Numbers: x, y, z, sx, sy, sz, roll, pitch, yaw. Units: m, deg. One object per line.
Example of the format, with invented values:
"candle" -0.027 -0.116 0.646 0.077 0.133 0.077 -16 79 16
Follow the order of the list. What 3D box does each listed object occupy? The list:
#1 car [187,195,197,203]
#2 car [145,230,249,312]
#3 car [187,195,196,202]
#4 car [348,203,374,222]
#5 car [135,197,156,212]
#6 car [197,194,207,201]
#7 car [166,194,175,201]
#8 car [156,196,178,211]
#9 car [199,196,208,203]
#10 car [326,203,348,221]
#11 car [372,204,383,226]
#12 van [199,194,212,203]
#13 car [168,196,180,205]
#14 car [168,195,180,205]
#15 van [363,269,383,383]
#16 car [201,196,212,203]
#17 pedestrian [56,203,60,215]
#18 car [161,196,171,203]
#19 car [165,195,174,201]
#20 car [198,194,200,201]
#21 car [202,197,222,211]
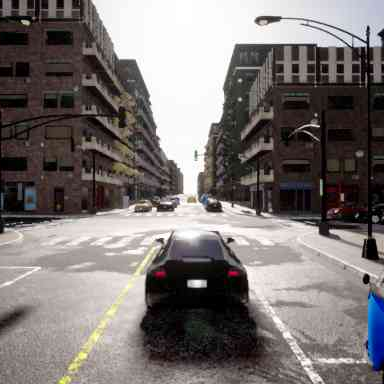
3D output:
"car" -0.033 1.508 70.204 1.882 1.535 5.008 0 0 0
"car" 0.086 1.567 7.805 1.994 1.385 4.181 0 0 0
"car" -0.152 1.561 80.477 2.128 1.511 4.902 0 0 0
"car" 15.061 1.635 25.545 4.892 1.490 1.837 0 -1 0
"car" -5.751 1.540 39.761 1.752 1.417 4.829 1 0 0
"car" 2.546 1.354 85.088 2.192 1.841 5.009 1 0 0
"car" -5.847 1.483 90.715 1.967 1.590 4.097 1 0 0
"car" -3.176 1.579 40.926 1.994 1.385 4.181 0 0 0
"car" 2.563 1.614 73.802 1.802 1.307 4.206 1 0 0
"car" 13.589 1.609 28.153 4.097 1.590 1.967 0 -1 1
"car" 13.501 1.583 19.771 4.313 1.339 1.947 0 -1 1
"van" 2.599 1.364 56.875 1.690 1.788 3.998 1 0 0
"car" -3.183 1.502 60.019 1.882 1.535 5.008 0 0 0
"car" -3.190 1.497 49.643 1.882 1.535 5.008 0 0 0
"van" 2.670 1.342 2.001 1.690 1.788 3.998 1 0 0
"car" 2.617 1.568 45.590 2.008 1.369 4.403 1 0 0
"pedestrian" -12.598 1.598 31.353 0.500 1.100 0.500 0 -1 1
"car" -5.816 1.577 73.787 1.887 1.381 4.507 1 0 0
"car" -5.838 1.590 85.072 2.008 1.369 4.403 1 0 0
"car" 2.574 1.554 68.330 1.752 1.417 4.829 1 0 0
"car" 2.627 1.581 39.947 1.947 1.339 4.313 1 0 0
